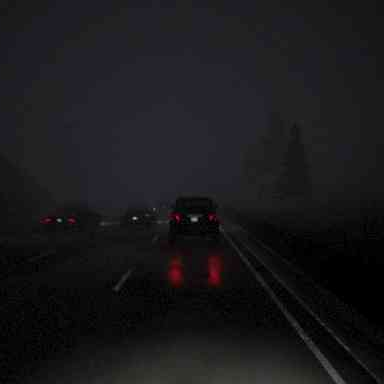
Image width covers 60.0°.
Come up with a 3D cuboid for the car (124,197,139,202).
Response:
[{"bbox_3d":[-9.522,1.498,52.637,1.994,1.385,4.181,0,0,-21],"label":"car"}]

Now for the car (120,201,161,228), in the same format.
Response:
[{"bbox_3d":[-3.405,1.537,21.828,1.994,1.385,4.181,0,0,0],"label":"car"}]

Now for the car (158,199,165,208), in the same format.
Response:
[{"bbox_3d":[-3.649,1.548,42.771,1.895,1.301,4.718,0,0,-4],"label":"car"}]

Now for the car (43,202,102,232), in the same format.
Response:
[{"bbox_3d":[-6.905,1.523,19.806,2.033,1.411,5.357,0,0,0],"label":"car"}]

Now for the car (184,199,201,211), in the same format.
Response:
[{"bbox_3d":[-0.001,1.551,40.331,1.895,1.301,4.718,0,0,-2],"label":"car"}]

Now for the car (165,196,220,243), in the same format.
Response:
[{"bbox_3d":[0.097,1.201,16.080,2.150,2.045,5.566,0,0,0],"label":"car"}]

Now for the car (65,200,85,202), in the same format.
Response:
[{"bbox_3d":[-10.406,1.440,29.848,1.882,1.535,5.008,0,0,0],"label":"car"}]
